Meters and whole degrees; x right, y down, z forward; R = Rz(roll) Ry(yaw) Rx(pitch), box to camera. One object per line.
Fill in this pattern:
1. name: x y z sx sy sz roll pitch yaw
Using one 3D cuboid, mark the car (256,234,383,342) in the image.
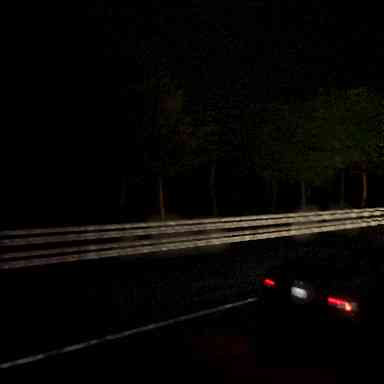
1. car: 3.646 1.539 6.398 5.357 1.411 2.033 0 0 -35
